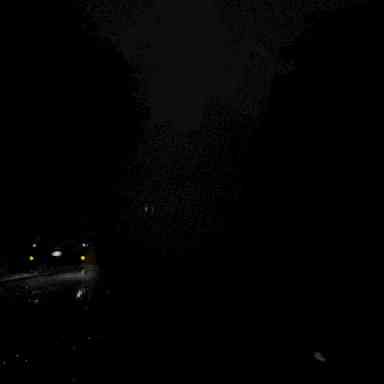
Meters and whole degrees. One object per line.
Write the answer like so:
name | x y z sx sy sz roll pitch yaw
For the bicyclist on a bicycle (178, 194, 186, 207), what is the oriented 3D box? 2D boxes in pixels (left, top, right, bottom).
bicyclist on a bicycle | -1.185 1.200 43.914 0.866 1.612 1.509 0 0 -5

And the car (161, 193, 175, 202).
car | -4.180 1.147 62.373 2.033 1.411 5.357 0 1 -7

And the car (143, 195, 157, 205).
car | -6.550 1.182 51.928 2.128 1.511 4.902 0 1 -6

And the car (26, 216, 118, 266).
car | -3.798 1.516 11.213 1.994 1.385 4.181 0 0 -2

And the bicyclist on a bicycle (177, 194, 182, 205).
bicyclist on a bicycle | -1.978 1.151 51.937 0.582 1.620 1.656 0 0 -6
